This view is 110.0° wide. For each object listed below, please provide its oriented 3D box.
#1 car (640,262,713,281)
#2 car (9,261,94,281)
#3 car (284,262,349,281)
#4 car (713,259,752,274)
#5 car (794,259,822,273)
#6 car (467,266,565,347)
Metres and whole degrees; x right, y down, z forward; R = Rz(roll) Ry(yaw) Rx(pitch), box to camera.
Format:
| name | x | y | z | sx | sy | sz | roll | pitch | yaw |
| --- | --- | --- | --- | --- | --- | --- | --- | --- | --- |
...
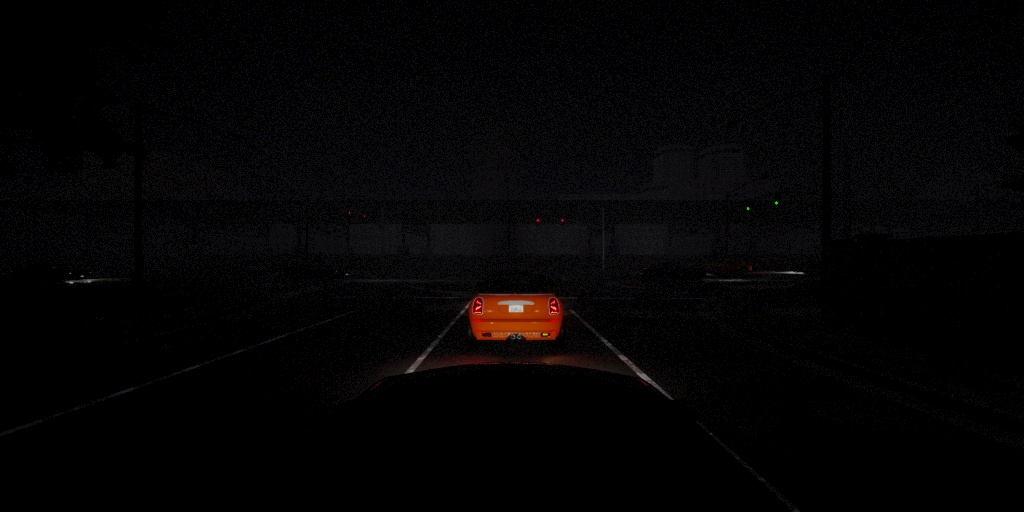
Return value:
| name | x | y | z | sx | sy | sz | roll | pitch | yaw |
| --- | --- | --- | --- | --- | --- | --- | --- | --- | --- |
| car | 12.756 | 1.195 | 28.581 | 4.902 | 1.511 | 2.128 | 0 | 0 | 1 |
| car | -38.458 | 1.295 | 29.959 | 5.357 | 1.411 | 2.033 | 0 | 0 | 2 |
| car | -15.921 | 1.243 | 29.308 | 4.902 | 1.511 | 2.128 | 0 | 0 | 1 |
| car | 23.224 | 1.098 | 39.022 | 5.008 | 1.535 | 1.882 | -1 | 0 | 1 |
| car | 33.134 | 1.065 | 38.768 | 4.181 | 1.385 | 1.994 | -1 | 0 | 1 |
| car | 0.083 | 1.103 | 9.490 | 2.097 | 1.767 | 4.553 | 0 | 0 | 0 |
